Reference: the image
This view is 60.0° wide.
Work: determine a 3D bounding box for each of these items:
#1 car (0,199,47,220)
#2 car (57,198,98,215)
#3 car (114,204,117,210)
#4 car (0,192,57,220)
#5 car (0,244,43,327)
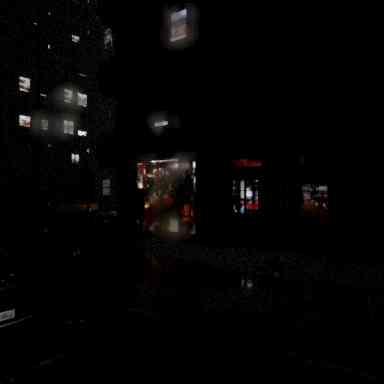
[{"bbox_3d":[-13.999,1.350,26.092,2.008,1.369,4.403,1,1,35],"label":"car"},{"bbox_3d":[-10.904,1.250,30.513,1.752,1.417,4.829,1,1,35],"label":"car"},{"bbox_3d":[-5.403,1.190,33.868,2.033,1.411,5.357,0,1,35],"label":"car"},{"bbox_3d":[-12.857,1.040,23.439,2.150,2.045,5.566,0,1,37],"label":"car"},{"bbox_3d":[-4.463,1.551,6.069,4.403,1.369,2.008,0,0,36],"label":"car"}]
